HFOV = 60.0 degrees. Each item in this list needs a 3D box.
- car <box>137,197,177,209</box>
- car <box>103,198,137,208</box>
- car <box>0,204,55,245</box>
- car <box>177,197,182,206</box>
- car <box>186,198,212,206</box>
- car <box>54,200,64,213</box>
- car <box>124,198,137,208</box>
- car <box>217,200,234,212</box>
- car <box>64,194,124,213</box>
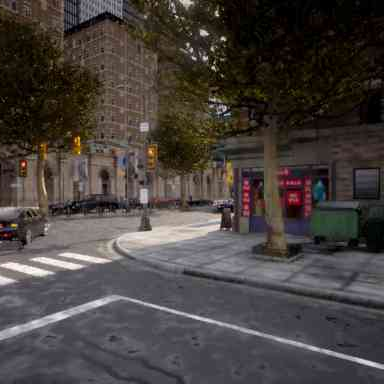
[{"bbox_3d":[-4.602,1.478,44.403,1.882,1.535,5.008,0,0,36],"label":"car"},{"bbox_3d":[-10.282,1.595,47.897,1.895,1.301,4.718,0,0,36],"label":"car"},{"bbox_3d":[-8.028,1.506,15.277,1.837,1.490,4.892,-2,1,-10],"label":"car"},{"bbox_3d":[-2.283,1.564,53.607,1.994,1.385,4.181,0,0,36],"label":"car"},{"bbox_3d":[1.411,1.601,52.743,1.895,1.301,4.718,0,0,36],"label":"car"},{"bbox_3d":[-13.767,1.547,37.656,2.033,1.411,5.357,0,0,36],"label":"car"},{"bbox_3d":[-8.147,1.526,45.449,1.812,1.442,4.674,0,0,36],"label":"car"},{"bbox_3d":[4.808,1.601,37.637,1.895,1.301,4.718,0,0,36],"label":"car"},{"bbox_3d":[-10.501,1.221,36.206,2.150,2.045,5.566,0,0,36],"label":"car"}]
